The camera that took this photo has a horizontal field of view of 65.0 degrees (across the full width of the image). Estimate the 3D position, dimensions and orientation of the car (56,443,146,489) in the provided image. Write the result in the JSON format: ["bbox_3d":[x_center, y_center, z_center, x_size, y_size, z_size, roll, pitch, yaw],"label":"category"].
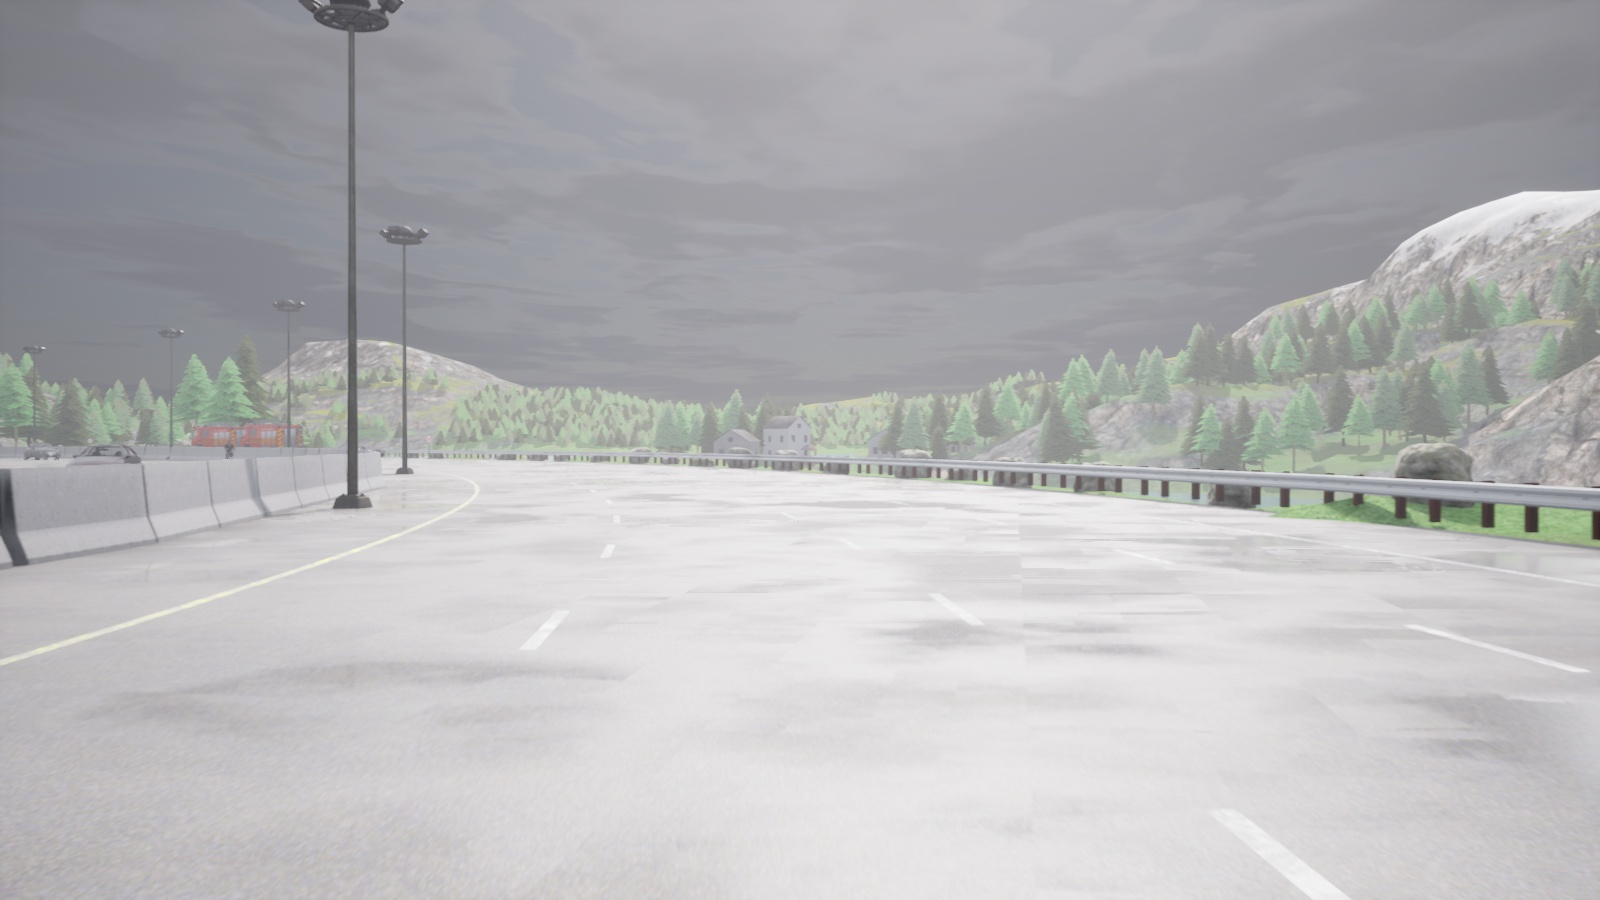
[{"bbox_3d":[-23.776,0.504,42.859,1.816,1.474,4.193,0,0,-17],"label":"car"}]
